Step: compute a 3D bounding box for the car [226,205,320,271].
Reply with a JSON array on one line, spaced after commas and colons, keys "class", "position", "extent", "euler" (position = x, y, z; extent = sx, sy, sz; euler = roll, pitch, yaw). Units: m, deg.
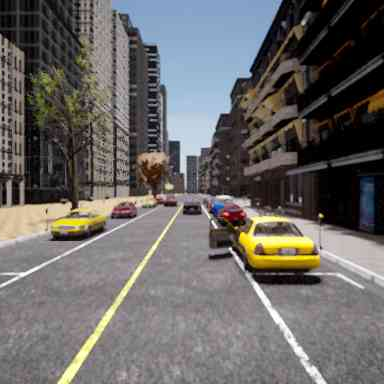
[{"class": "car", "position": [2.353, 1.415, 10.668], "extent": [1.801, 1.575, 5.366], "euler": [0, 0, 0]}]

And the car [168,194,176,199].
[{"class": "car", "position": [-5.680, 1.290, 93.982], "extent": [1.947, 1.339, 4.313], "euler": [0, 0, 0]}]

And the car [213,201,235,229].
[{"class": "car", "position": [2.692, 1.498, 22.875], "extent": [1.802, 1.307, 4.206], "euler": [0, 0, 0]}]

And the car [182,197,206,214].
[{"class": "car", "position": [0.043, 1.373, 33.796], "extent": [2.128, 1.511, 4.902], "euler": [0, 0, 1]}]

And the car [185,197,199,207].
[{"class": "car", "position": [0.035, 1.437, 47.644], "extent": [1.895, 1.301, 4.718], "euler": [0, 0, 1]}]

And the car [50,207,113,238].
[{"class": "car", "position": [-5.688, 1.461, 17.173], "extent": [1.752, 1.417, 4.829], "euler": [0, 0, 0]}]

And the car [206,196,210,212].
[{"class": "car", "position": [2.694, 1.320, 33.939], "extent": [1.967, 1.590, 4.097], "euler": [0, 0, 0]}]

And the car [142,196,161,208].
[{"class": "car", "position": [-5.685, 1.370, 44.836], "extent": [1.752, 1.417, 4.829], "euler": [0, 0, 0]}]

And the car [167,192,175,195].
[{"class": "car", "position": [-5.681, 1.050, 88.459], "extent": [2.192, 1.841, 5.009], "euler": [0, 0, 0]}]

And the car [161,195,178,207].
[{"class": "car", "position": [-3.002, 1.438, 47.195], "extent": [1.895, 1.301, 4.718], "euler": [0, 0, 0]}]

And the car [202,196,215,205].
[{"class": "car", "position": [2.696, 1.362, 56.070], "extent": [2.008, 1.369, 4.403], "euler": [0, 0, 0]}]

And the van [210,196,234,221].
[{"class": "van", "position": [2.693, 1.239, 28.406], "extent": [1.690, 1.788, 3.998], "euler": [0, 0, 0]}]

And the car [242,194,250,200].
[{"class": "car", "position": [13.436, 1.103, 75.474], "extent": [4.403, 1.369, 2.008], "euler": [-1, 1, -1]}]

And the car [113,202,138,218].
[{"class": "car", "position": [-5.687, 1.480, 28.409], "extent": [1.802, 1.307, 4.206], "euler": [0, 0, 0]}]
